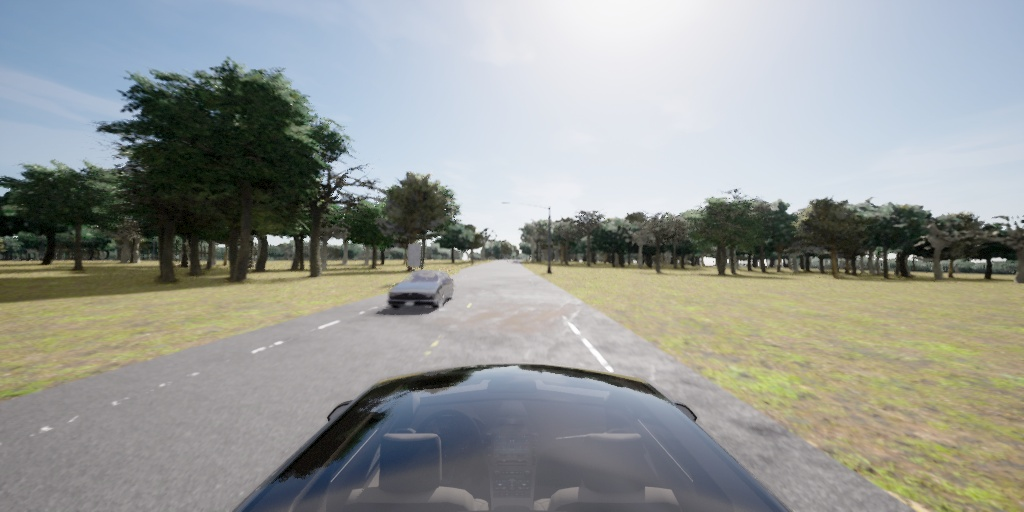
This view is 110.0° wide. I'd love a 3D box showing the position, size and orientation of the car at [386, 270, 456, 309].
[{"bbox_3d":[-3.589,1.316,15.253,2.033,1.411,5.357,1,0,0],"label":"car"}]
